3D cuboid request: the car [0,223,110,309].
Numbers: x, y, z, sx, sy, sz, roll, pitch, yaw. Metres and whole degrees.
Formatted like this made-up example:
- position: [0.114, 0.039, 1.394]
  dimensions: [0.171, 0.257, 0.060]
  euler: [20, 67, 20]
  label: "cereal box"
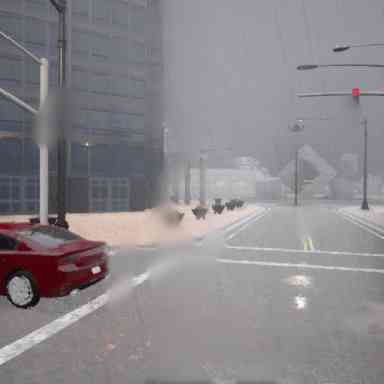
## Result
- position: [-4.327, 1.448, 7.564]
  dimensions: [5.008, 1.535, 1.882]
  euler: [0, 0, 17]
  label: "car"
